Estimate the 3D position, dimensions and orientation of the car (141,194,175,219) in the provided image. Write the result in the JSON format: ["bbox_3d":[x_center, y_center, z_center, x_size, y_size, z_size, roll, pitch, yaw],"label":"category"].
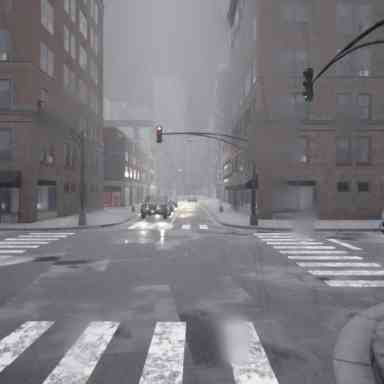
[{"bbox_3d":[-3.100,1.236,29.712,2.150,2.045,5.566,0,0,2],"label":"car"}]

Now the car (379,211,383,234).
[{"bbox_3d":[11.041,1.617,14.610,4.718,1.301,1.895,0,0,2],"label":"car"}]

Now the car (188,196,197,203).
[{"bbox_3d":[0.071,1.519,69.960,2.128,1.511,4.902,0,0,0],"label":"car"}]

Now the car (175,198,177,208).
[{"bbox_3d":[-3.120,1.545,39.385,1.812,1.442,4.674,0,0,0],"label":"car"}]
